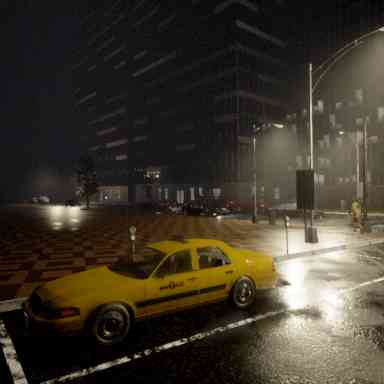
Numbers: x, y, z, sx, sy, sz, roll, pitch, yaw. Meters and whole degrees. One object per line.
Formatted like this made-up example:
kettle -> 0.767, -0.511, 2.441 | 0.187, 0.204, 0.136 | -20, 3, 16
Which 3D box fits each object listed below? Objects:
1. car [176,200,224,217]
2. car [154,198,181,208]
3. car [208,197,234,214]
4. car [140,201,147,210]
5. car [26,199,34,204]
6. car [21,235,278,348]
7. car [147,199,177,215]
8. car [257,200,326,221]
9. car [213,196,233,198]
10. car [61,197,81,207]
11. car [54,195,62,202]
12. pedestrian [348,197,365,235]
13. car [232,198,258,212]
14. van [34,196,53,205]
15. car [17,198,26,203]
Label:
car -> 0.762, 1.794, 33.876 | 1.947, 1.339, 4.313 | -2, 1, -41
car -> -3.915, 1.717, 52.140 | 1.947, 1.339, 4.313 | -2, 1, -41
car -> 1.853, 1.687, 36.585 | 1.837, 1.490, 4.892 | -2, 1, -41
car -> -5.174, 1.807, 44.762 | 1.994, 1.385, 4.181 | -2, 1, -40
car -> -35.968, 2.067, 76.472 | 1.752, 1.417, 4.829 | -2, 1, -41
car -> -0.465, 1.525, 6.244 | 4.829, 1.417, 1.752 | 0, -1, -35
car -> -2.925, 1.700, 38.147 | 1.967, 1.590, 4.097 | -2, 1, -41
car -> 8.621, 1.670, 28.734 | 2.033, 1.411, 5.357 | -2, 1, -41
car -> 3.459, 1.402, 43.578 | 2.192, 1.841, 5.009 | -2, 1, -41
car -> -21.342, 2.001, 59.512 | 1.802, 1.307, 4.206 | -2, 1, -41
car -> -33.436, 1.945, 86.366 | 1.887, 1.381, 4.507 | -2, 1, -41
pedestrian -> 8.142, 1.146, 16.478 | 0.375, 1.860, 0.375 | -1, 0, -35
car -> 7.156, 1.637, 39.305 | 1.802, 1.307, 4.206 | -2, 1, -41
van -> -32.399, 1.853, 72.326 | 1.690, 1.788, 3.998 | -2, 1, -41
car -> -43.336, 2.127, 85.017 | 1.752, 1.417, 4.829 | -2, 1, -41
